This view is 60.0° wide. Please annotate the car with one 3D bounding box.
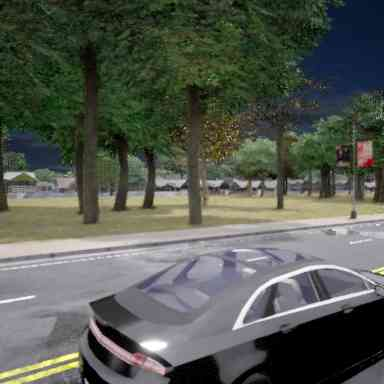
[{"bbox_3d":[1.121,1.485,4.241,4.902,1.511,2.128,0,0,-35],"label":"car"}]
